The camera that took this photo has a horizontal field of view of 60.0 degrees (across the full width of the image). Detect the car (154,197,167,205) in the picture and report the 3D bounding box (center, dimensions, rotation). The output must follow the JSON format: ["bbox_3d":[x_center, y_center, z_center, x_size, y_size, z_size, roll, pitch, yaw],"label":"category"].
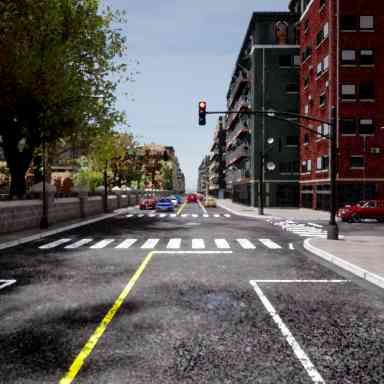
[{"bbox_3d":[-5.642,1.566,60.502,1.887,1.381,4.507,0,0,0],"label":"car"}]

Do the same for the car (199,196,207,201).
[{"bbox_3d":[2.757,1.587,82.636,1.887,1.381,4.507,0,0,0],"label":"car"}]

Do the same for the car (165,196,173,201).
[{"bbox_3d":[-5.623,1.624,82.642,1.802,1.307,4.206,0,0,0],"label":"car"}]

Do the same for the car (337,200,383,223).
[{"bbox_3d":[14.639,1.591,27.306,5.009,1.841,2.192,1,-1,0],"label":"car"}]

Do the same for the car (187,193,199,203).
[{"bbox_3d":[0.060,1.251,69.238,2.150,2.045,5.566,0,0,0],"label":"car"}]

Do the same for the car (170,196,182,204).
[{"bbox_3d":[-3.003,1.501,62.762,1.882,1.535,5.008,0,0,0],"label":"car"}]

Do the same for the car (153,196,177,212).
[{"bbox_3d":[-3.067,1.532,38.294,1.812,1.442,4.674,0,0,0],"label":"car"}]

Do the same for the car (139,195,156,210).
[{"bbox_3d":[-5.656,1.324,43.896,2.192,1.841,5.009,0,0,0],"label":"car"}]

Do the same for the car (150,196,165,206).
[{"bbox_3d":[-5.647,1.457,54.966,1.967,1.590,4.097,0,0,0],"label":"car"}]

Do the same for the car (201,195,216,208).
[{"bbox_3d":[2.730,1.538,49.595,1.752,1.417,4.829,0,0,0],"label":"car"}]

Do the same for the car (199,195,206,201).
[{"bbox_3d":[2.761,1.593,88.171,1.887,1.381,4.507,0,0,0],"label":"car"}]

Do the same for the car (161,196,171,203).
[{"bbox_3d":[-5.632,1.613,71.571,1.802,1.307,4.206,0,0,0],"label":"car"}]

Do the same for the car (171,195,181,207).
[{"bbox_3d":[-3.061,1.539,49.117,1.812,1.442,4.674,0,0,1],"label":"car"}]

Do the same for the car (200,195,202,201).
[{"bbox_3d":[2.734,1.562,54.960,1.887,1.381,4.507,0,0,0],"label":"car"}]

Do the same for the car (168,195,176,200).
[{"bbox_3d":[-5.614,1.580,93.542,1.752,1.417,4.829,0,0,0],"label":"car"}]

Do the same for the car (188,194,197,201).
[{"bbox_3d":[0.068,1.306,79.598,2.097,1.767,4.553,0,0,0],"label":"car"}]
